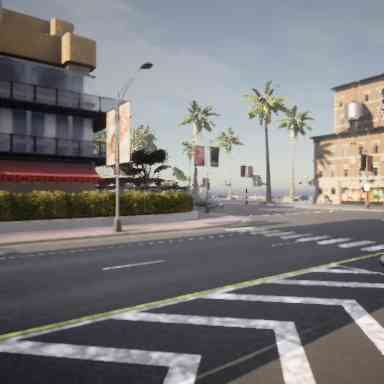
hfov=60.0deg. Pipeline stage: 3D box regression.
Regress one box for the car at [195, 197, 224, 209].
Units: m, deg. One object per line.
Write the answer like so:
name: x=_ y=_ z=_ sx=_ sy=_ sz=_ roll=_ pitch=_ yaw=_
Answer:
car: x=2.364 y=1.489 z=45.205 sx=2.128 sy=1.511 sz=4.902 roll=0 pitch=0 yaw=-35
